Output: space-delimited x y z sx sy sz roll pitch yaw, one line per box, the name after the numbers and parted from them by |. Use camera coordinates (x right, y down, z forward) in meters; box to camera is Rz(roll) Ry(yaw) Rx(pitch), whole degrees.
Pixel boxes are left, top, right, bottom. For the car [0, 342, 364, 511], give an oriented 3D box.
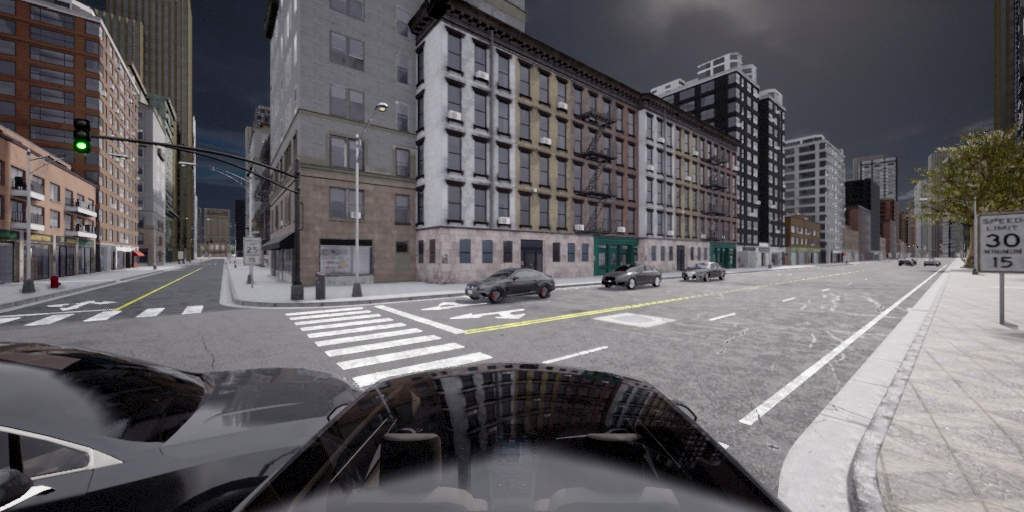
-3.216 1.257 1.828 4.892 1.490 1.837 0 0 -34 | car

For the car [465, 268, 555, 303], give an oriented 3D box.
0.024 1.285 16.787 4.674 1.442 1.812 0 0 -39 | car

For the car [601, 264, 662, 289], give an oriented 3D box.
7.739 1.256 22.983 4.892 1.490 1.837 0 0 -39 | car

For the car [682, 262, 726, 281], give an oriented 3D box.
15.773 1.233 29.423 4.902 1.511 2.128 0 0 -39 | car
